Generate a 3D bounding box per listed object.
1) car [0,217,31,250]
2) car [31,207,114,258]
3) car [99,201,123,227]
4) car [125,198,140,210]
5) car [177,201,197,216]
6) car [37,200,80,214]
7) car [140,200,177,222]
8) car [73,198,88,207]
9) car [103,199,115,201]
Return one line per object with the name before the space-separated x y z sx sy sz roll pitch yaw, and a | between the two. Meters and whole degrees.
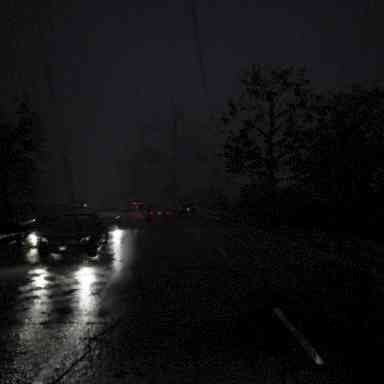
car | -7.874 1.649 12.657 1.895 1.301 4.718 0 0 -6
car | -4.422 1.554 13.062 1.812 1.442 4.674 0 0 -6
car | -5.797 1.591 23.187 1.812 1.442 4.674 0 0 -10
car | -7.764 1.632 44.358 1.837 1.490 4.892 0 0 -19
car | -0.853 1.608 33.689 1.994 1.385 4.181 -1 0 -14
car | -9.296 1.570 22.932 1.882 1.535 5.008 0 0 -10
car | -2.846 1.597 26.801 2.033 1.411 5.357 0 0 -12
car | -13.386 1.527 39.217 2.097 1.767 4.553 -1 0 -18
car | -9.929 1.619 39.877 1.882 1.535 5.008 -1 0 -18
